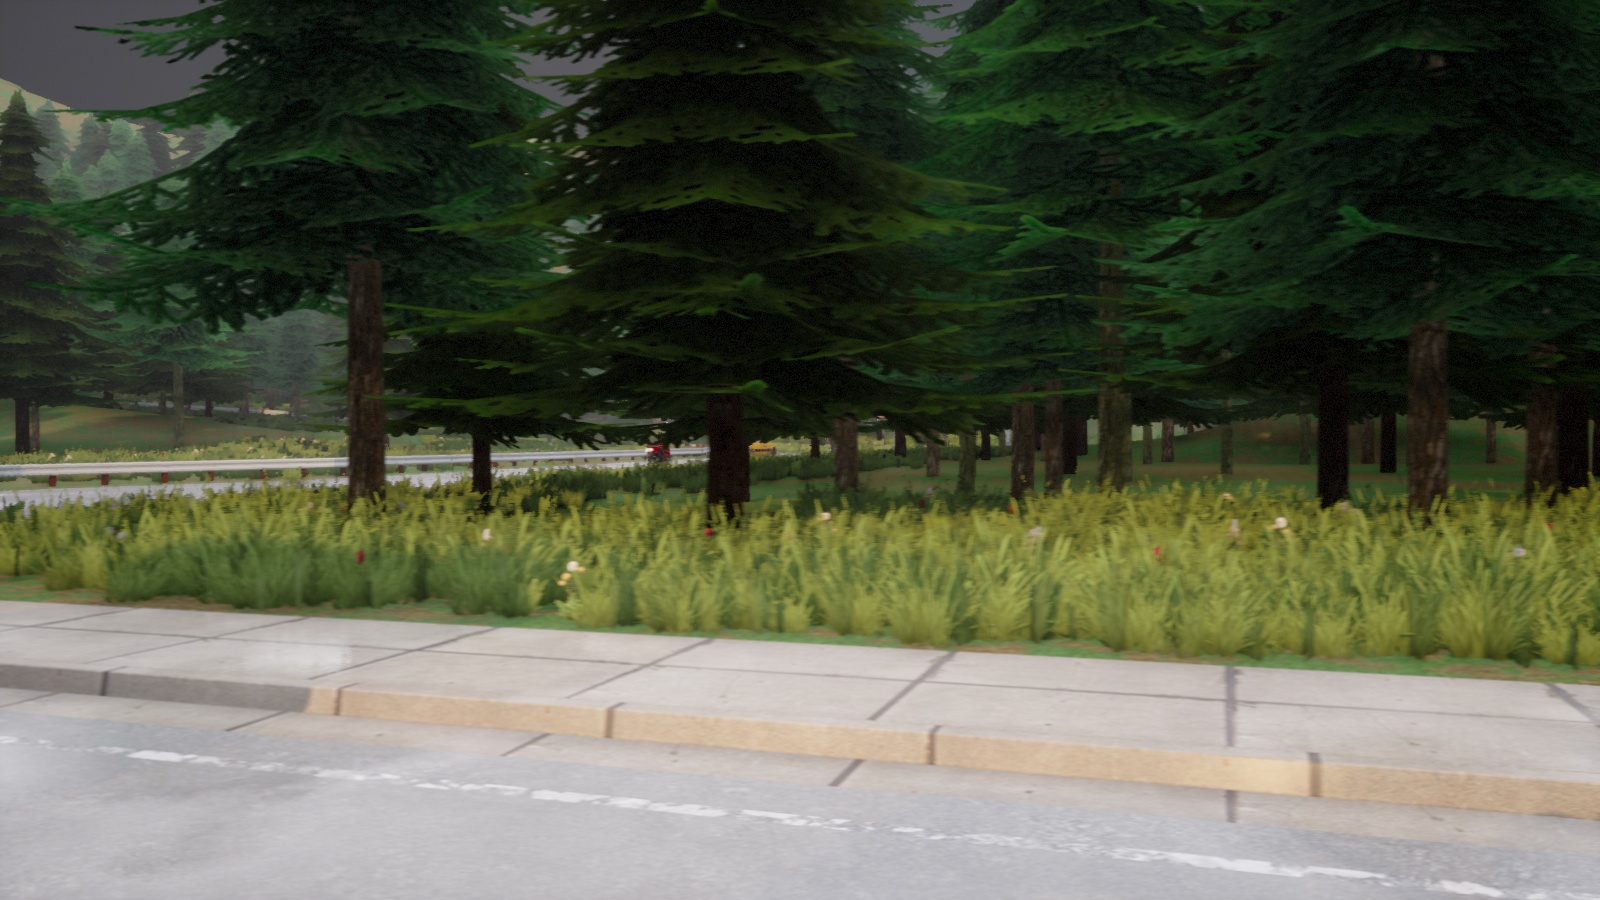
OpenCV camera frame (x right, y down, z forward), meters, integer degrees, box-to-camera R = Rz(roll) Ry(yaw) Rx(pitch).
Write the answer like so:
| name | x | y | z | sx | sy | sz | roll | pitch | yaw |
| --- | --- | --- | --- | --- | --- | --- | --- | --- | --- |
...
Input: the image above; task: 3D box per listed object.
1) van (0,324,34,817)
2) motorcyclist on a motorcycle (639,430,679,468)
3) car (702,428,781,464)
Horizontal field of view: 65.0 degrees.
| name | x | y | z | sx | sy | sz | roll | pitch | yaw |
| --- | --- | --- | --- | --- | --- | --- | --- | --- | --- |
| van | -5.561 | 0.477 | 5.061 | 4.442 | 1.987 | 1.775 | 1 | 1 | 19 |
| motorcyclist on a motorcycle | -5.703 | -0.054 | 50.855 | 0.797 | 1.523 | 2.044 | 1 | 1 | 19 |
| car | -2.706 | -0.220 | 59.216 | 1.801 | 1.575 | 5.366 | 1 | 1 | 20 |
